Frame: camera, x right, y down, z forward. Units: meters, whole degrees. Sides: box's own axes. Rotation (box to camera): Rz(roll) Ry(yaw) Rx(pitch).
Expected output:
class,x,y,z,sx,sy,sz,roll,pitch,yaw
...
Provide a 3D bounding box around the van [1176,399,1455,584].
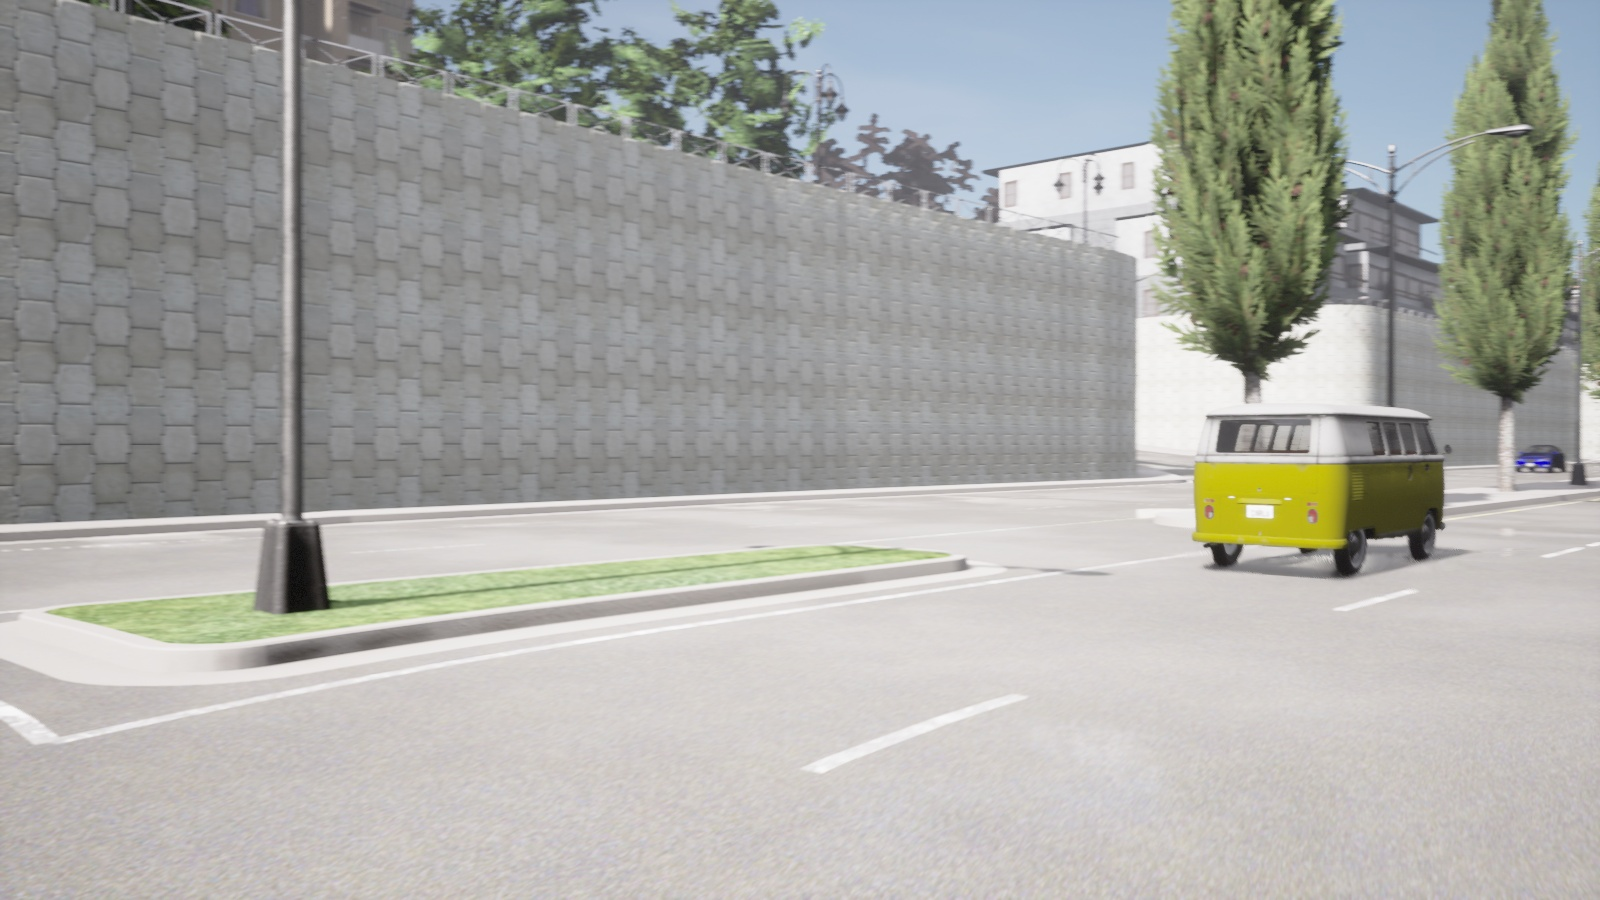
class,x,y,z,sx,sy,sz,roll,pitch,yaw
van,6.554,0.436,15.692,1.775,1.987,4.442,1,0,43

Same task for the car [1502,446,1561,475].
class,x,y,z,sx,sy,sz,roll,pitch,yaw
car,39.147,0.537,67.197,1.816,1.474,4.193,1,0,43
